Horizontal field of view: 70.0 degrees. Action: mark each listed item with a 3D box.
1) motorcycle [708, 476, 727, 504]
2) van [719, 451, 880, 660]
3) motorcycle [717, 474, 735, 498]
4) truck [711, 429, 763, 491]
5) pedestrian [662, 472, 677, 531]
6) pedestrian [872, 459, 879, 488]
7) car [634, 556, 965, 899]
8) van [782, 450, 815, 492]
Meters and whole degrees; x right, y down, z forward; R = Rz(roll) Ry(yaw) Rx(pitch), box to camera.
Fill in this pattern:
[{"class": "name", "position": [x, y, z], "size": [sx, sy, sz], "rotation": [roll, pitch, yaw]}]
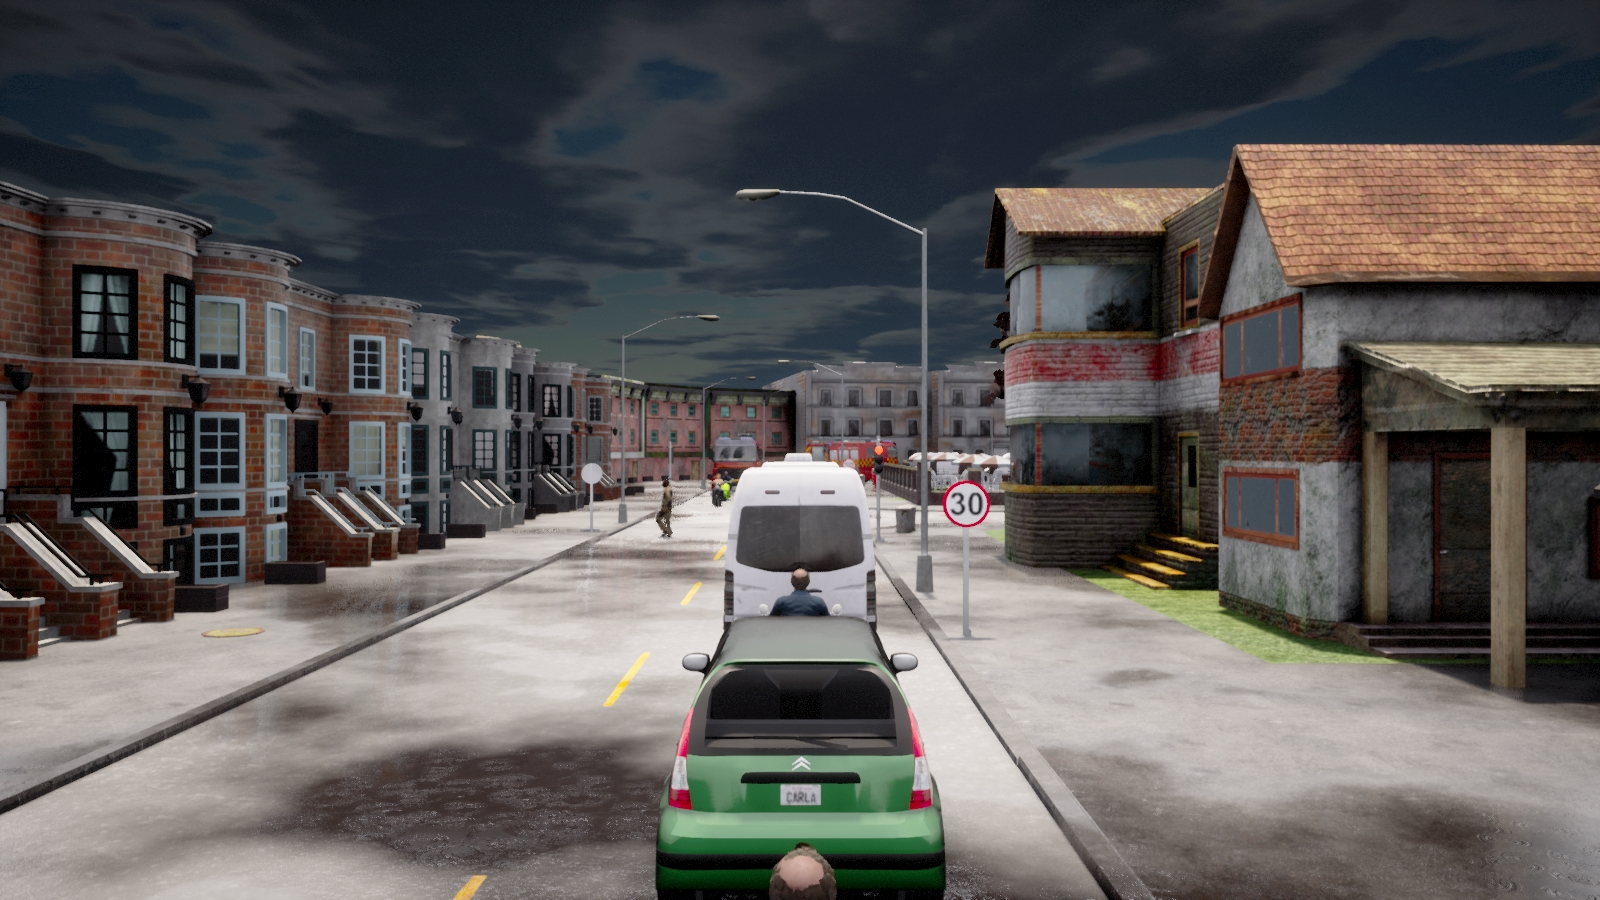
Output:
[{"class": "motorcycle", "position": [-4.008, 1.929, 55.838], "size": [0.764, 1.277, 2.356], "rotation": [0, 0, 0]}, {"class": "van", "position": [-0.006, 1.308, 17.043], "size": [1.988, 2.561, 5.915], "rotation": [0, 0, 0]}, {"class": "motorcycle", "position": [-4.012, 1.938, 61.872], "size": [0.856, 1.236, 1.805], "rotation": [0, 0, 0]}, {"class": "truck", "position": [-4.030, 0.643, 75.025], "size": [2.891, 3.827, 8.468], "rotation": [0, 0, 0]}, {"class": "pedestrian", "position": [-4.131, 1.615, 36.083], "size": [0.375, 1.860, 0.375], "rotation": [0, 0, 11]}, {"class": "pedestrian", "position": [4.790, 1.498, 72.626], "size": [0.375, 1.860, 0.375], "rotation": [0, 0, -17]}, {"class": "car", "position": [-0.003, 1.776, 8.385], "size": [1.851, 1.617, 3.988], "rotation": [0, 0, 0]}, {"class": "van", "position": [-0.076, 1.287, 73.135], "size": [1.988, 2.561, 5.915], "rotation": [0, 0, 0]}]
